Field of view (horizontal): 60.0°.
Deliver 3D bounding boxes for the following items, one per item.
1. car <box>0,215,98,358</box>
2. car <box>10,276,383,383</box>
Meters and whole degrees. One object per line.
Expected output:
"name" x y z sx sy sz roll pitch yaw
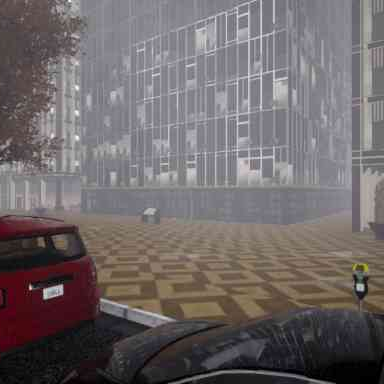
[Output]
"car" -3.651 1.315 5.493 5.009 1.841 2.192 0 0 36
"car" 0.840 1.566 2.278 4.313 1.339 1.947 0 0 36
